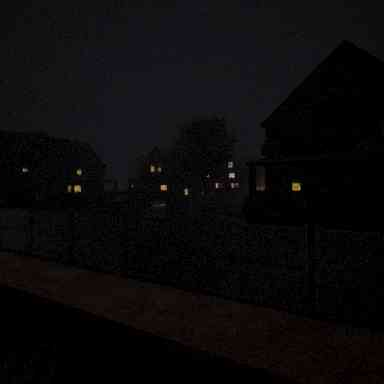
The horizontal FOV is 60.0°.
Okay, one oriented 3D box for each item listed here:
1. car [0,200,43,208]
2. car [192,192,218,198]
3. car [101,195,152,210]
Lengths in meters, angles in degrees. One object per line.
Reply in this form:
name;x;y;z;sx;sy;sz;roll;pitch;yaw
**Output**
car;-11.984;1.235;20.871;2.033;1.411;5.357;1;2;35
car;1.633;0.701;39.951;1.994;1.385;4.181;1;2;35
car;-5.843;0.986;29.480;2.033;1.411;5.357;1;2;36
